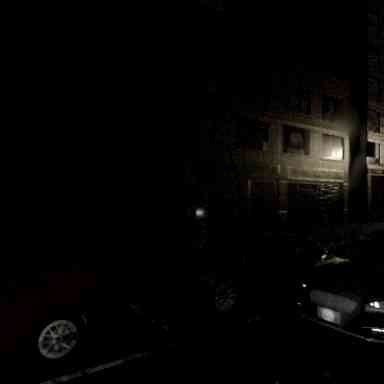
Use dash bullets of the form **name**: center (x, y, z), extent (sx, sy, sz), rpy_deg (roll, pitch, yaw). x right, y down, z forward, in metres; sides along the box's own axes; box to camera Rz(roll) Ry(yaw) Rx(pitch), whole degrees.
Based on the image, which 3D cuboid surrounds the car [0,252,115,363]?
- **car**: center (-3.280, 1.545, 4.304), extent (4.507, 1.381, 1.887), rpy_deg (0, 1, -35)

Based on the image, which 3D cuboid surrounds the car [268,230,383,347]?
- **car**: center (3.949, 1.485, 6.138), extent (4.902, 1.511, 2.128), rpy_deg (0, 0, -35)

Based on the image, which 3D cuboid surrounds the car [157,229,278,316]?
- **car**: center (1.308, 1.560, 7.533), extent (4.313, 1.339, 1.947), rpy_deg (0, 1, -35)
